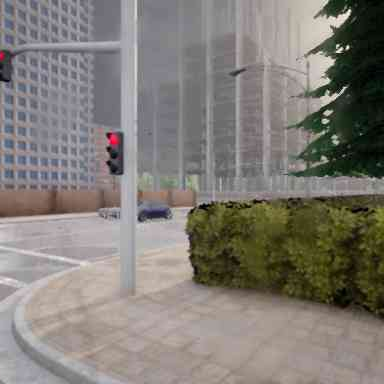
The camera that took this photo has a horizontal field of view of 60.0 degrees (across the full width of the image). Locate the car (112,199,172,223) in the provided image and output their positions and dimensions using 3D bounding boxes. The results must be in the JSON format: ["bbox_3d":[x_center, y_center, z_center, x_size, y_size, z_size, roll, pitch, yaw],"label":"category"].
[{"bbox_3d":[-3.620,1.391,26.210,2.097,1.767,4.553,0,0,36],"label":"car"}]

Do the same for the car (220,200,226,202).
[{"bbox_3d":[3.975,1.644,42.754,1.895,1.301,4.718,0,0,35],"label":"car"}]

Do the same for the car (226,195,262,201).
[{"bbox_3d":[6.826,1.350,40.724,2.150,2.045,5.566,0,0,35],"label":"car"}]

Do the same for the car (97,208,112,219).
[{"bbox_3d":[-5.890,1.636,29.057,1.895,1.301,4.718,0,0,36],"label":"car"}]
